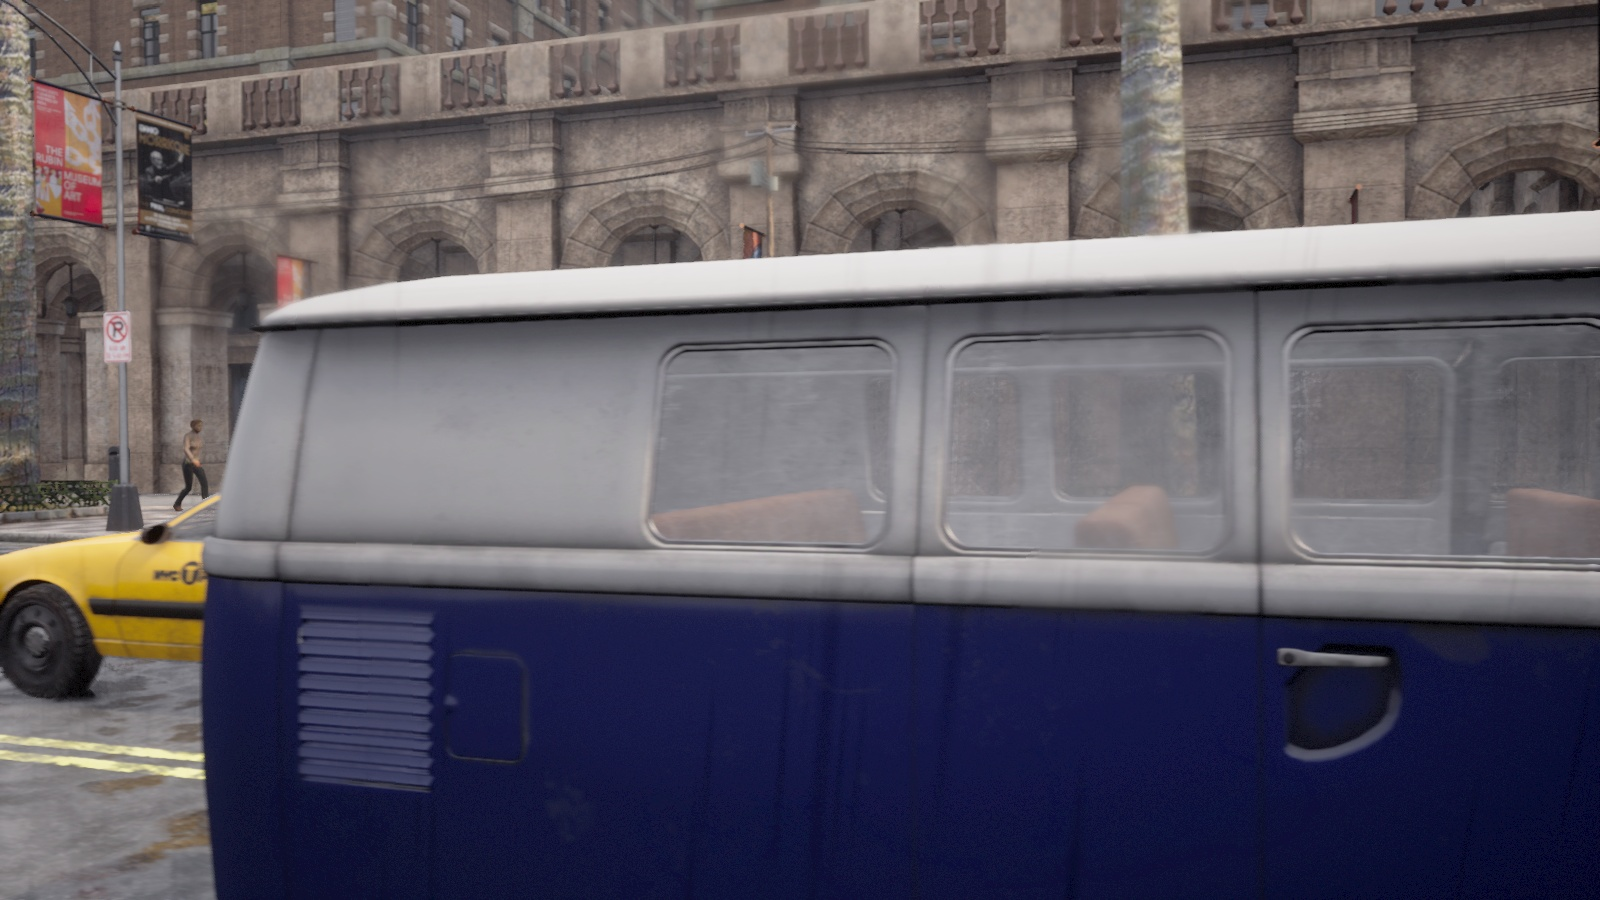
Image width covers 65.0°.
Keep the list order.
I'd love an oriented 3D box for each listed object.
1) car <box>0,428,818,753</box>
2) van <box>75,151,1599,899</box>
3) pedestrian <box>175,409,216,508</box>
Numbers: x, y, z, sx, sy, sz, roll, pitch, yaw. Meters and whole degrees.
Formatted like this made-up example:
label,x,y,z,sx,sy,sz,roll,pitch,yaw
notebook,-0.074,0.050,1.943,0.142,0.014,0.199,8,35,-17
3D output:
label,x,y,z,sx,sy,sz,roll,pitch,yaw
car,-2.718,0.660,7.793,5.366,1.575,1.801,0,1,19
van,0.791,0.540,2.918,4.442,1.987,1.775,0,1,18
pedestrian,-11.435,0.159,23.761,0.634,1.846,0.331,0,1,18
